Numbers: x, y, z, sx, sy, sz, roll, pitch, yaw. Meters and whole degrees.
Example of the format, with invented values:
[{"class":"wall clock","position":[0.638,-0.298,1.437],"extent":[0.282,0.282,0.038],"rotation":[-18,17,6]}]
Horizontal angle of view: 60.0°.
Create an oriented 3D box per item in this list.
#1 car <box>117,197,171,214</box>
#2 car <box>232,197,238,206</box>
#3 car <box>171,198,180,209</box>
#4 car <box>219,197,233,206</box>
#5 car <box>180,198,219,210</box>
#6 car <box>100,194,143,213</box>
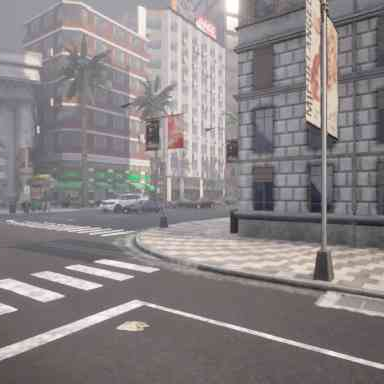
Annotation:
[{"class":"car","position":[-5.085,1.547,35.674],"extent":[2.033,1.411,5.357],"rotation":[0,0,36]},{"class":"car","position":[8.927,1.564,52.682],"extent":[4.181,1.385,1.994],"rotation":[0,0,-41]},{"class":"car","position":[-1.798,1.526,45.870],"extent":[1.812,1.442,4.674],"rotation":[0,0,37]},{"class":"car","position":[5.502,1.492,54.257],"extent":[4.902,1.511,2.128],"rotation":[0,0,-43]},{"class":"car","position":[1.110,1.478,43.955],"extent":[1.882,1.535,5.008],"rotation":[0,0,38]},{"class":"car","position":[-7.799,1.221,37.868],"extent":[2.150,2.045,5.566],"rotation":[0,0,36]}]
